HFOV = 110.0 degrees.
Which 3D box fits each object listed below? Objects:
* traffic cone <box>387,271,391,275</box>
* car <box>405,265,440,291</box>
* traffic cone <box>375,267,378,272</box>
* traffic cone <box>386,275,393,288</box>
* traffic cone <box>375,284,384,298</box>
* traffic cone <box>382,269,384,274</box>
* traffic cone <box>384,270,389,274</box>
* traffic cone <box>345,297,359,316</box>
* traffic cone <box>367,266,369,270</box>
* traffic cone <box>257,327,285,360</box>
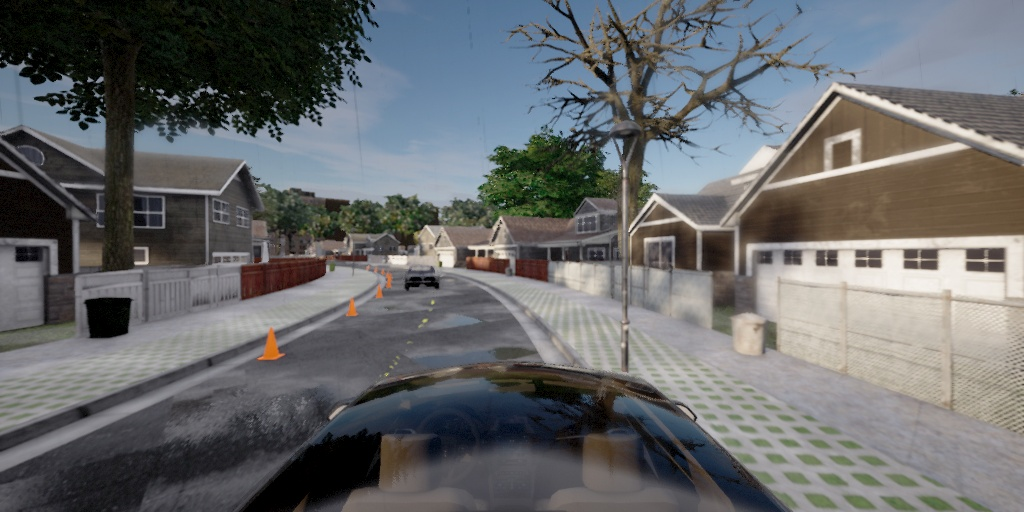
[{"bbox_3d":[-8.746,1.545,25.869,0.340,0.580,0.340,0,0,-19],"label":"traffic cone"},{"bbox_3d":[-5.236,1.222,20.855,1.895,1.301,4.718,0,0,-15],"label":"car"},{"bbox_3d":[-14.786,1.456,39.073,0.340,0.580,0.340,0,0,-30],"label":"traffic cone"},{"bbox_3d":[-7.291,1.576,21.247,0.340,0.580,0.340,0,0,-16],"label":"traffic cone"},{"bbox_3d":[-6.124,1.609,16.544,0.340,0.580,0.340,0,0,-12],"label":"traffic cone"},{"bbox_3d":[-12.501,1.485,34.799,0.340,0.580,0.340,0,0,-26],"label":"traffic cone"},{"bbox_3d":[-10.486,1.515,30.392,0.340,0.580,0.340,0,0,-23],"label":"traffic cone"},{"bbox_3d":[-5.250,1.642,11.778,0.340,0.580,0.340,0,0,-9],"label":"traffic cone"},{"bbox_3d":[-17.330,1.428,43.196,0.340,0.580,0.340,0,0,-33],"label":"traffic cone"},{"bbox_3d":[-4.672,1.675,6.966,0.340,0.580,0.340,0,0,-5],"label":"traffic cone"}]
